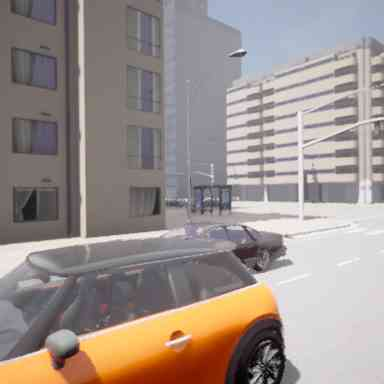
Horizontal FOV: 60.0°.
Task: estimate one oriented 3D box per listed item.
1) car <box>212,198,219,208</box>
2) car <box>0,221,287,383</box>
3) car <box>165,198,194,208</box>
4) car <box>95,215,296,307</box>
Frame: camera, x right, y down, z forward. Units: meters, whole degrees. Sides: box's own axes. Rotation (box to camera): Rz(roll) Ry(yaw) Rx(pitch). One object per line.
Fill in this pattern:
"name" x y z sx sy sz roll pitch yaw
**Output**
"car" 3.527 1.500 45.982 1.994 1.385 4.181 -1 0 -41
"car" -1.145 1.361 3.337 4.553 1.767 2.097 -1 0 -38
"car" -2.025 1.543 47.090 2.033 1.411 5.357 -1 0 -40
"car" 0.374 1.530 8.991 5.357 1.411 2.033 -1 0 -39
